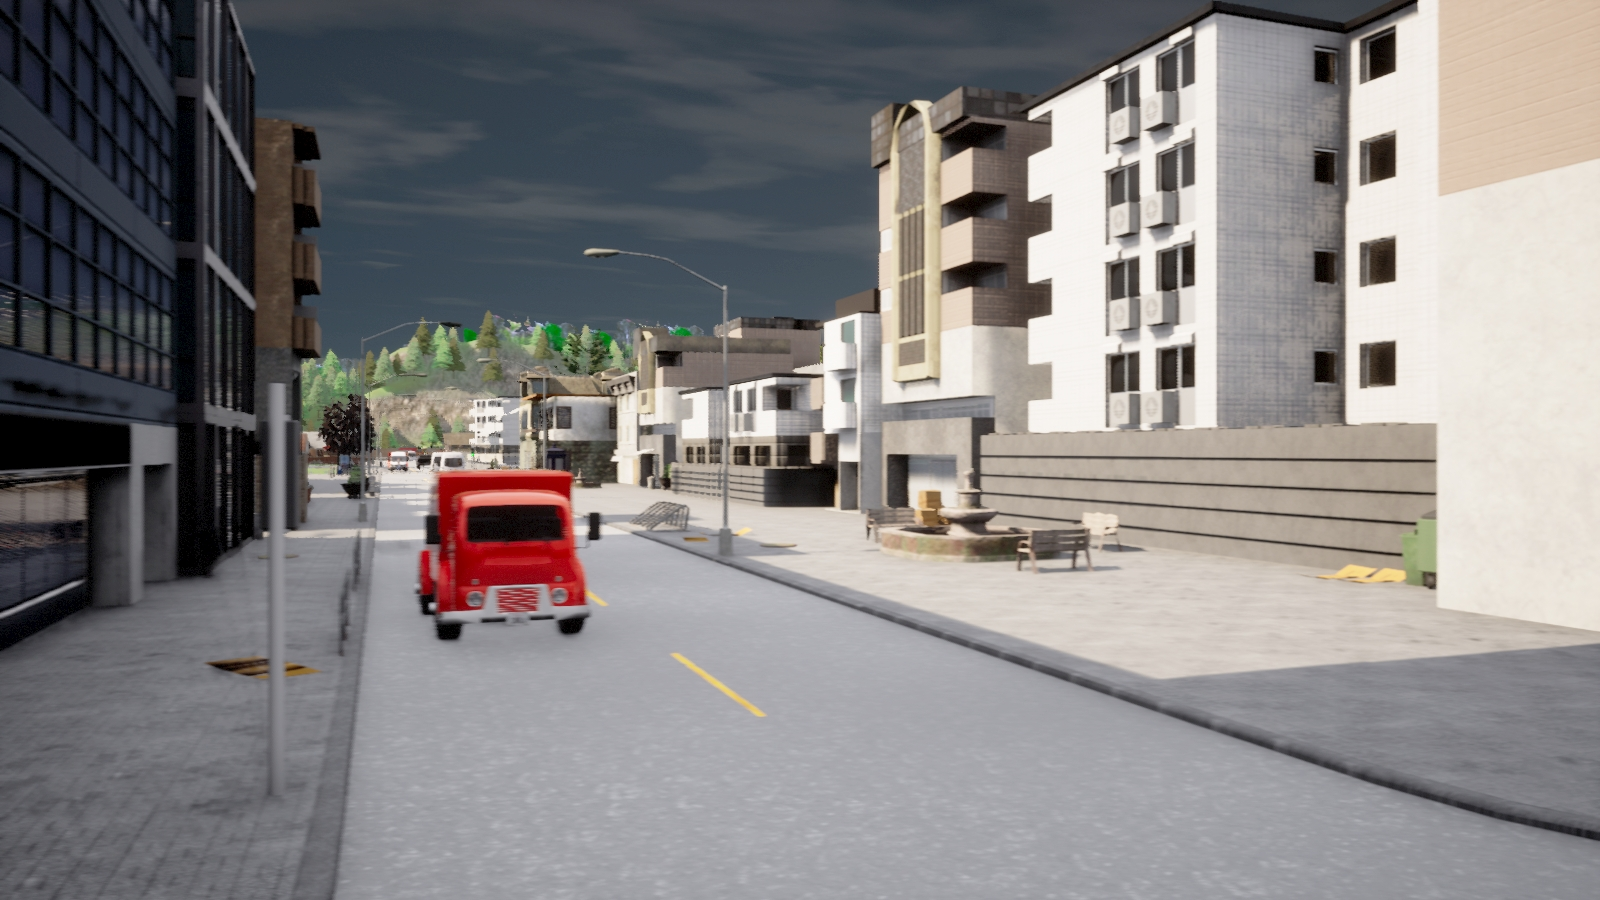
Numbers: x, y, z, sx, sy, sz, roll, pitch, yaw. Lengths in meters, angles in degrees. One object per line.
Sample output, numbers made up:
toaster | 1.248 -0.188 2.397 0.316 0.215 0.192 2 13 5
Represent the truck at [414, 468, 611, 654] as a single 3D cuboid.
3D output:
truck | -4.861 1.568 18.604 2.627 2.467 5.204 0 0 -20
